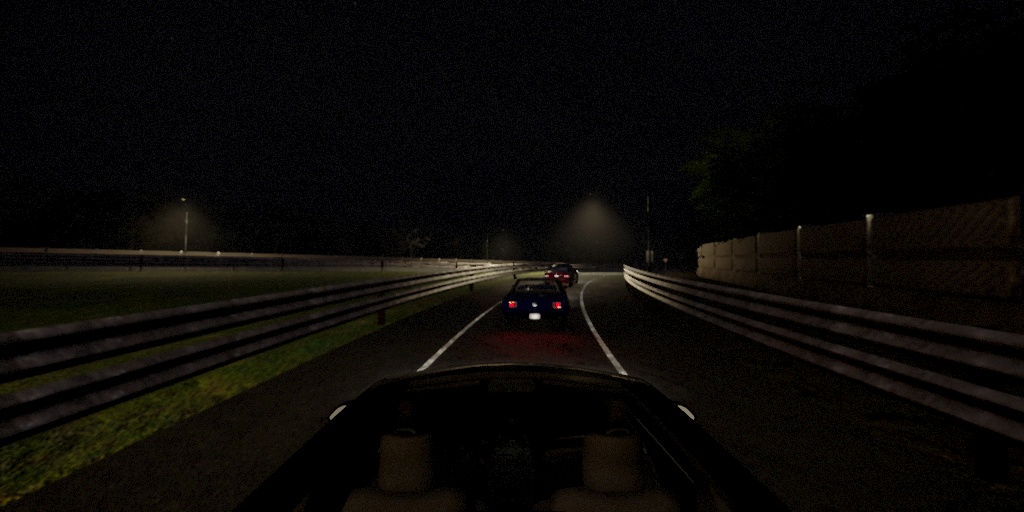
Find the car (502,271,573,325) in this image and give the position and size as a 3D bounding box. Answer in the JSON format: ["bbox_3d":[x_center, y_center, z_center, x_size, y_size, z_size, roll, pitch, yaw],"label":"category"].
[{"bbox_3d":[0.924,1.370,12.038,1.895,1.301,4.718,0,0,8],"label":"car"}]

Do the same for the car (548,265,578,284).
[{"bbox_3d":[3.459,1.301,24.747,2.033,1.411,5.357,-1,0,16],"label":"car"}]
